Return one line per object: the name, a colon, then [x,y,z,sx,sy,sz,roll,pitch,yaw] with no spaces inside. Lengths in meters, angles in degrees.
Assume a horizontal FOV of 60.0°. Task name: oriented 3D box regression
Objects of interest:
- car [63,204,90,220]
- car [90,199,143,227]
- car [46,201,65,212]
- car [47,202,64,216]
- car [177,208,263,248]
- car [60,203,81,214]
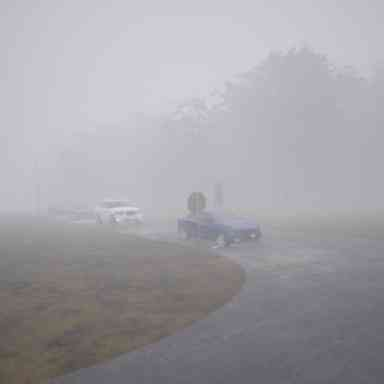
car: [-11.721,2.093,34.992,1.837,1.490,4.892,-2,0,-34]
car: [-5.903,1.567,26.254,2.150,2.045,5.566,-2,0,-34]
car: [-24.250,2.514,59.034,2.097,1.767,4.553,-2,0,-35]
car: [-17.493,2.313,43.726,1.882,1.535,5.008,-2,0,-34]
car: [1.126,1.549,15.547,1.882,1.535,5.008,-2,0,-32]
car: [-18.410,2.458,50.282,1.994,1.385,4.181,-2,0,-33]
